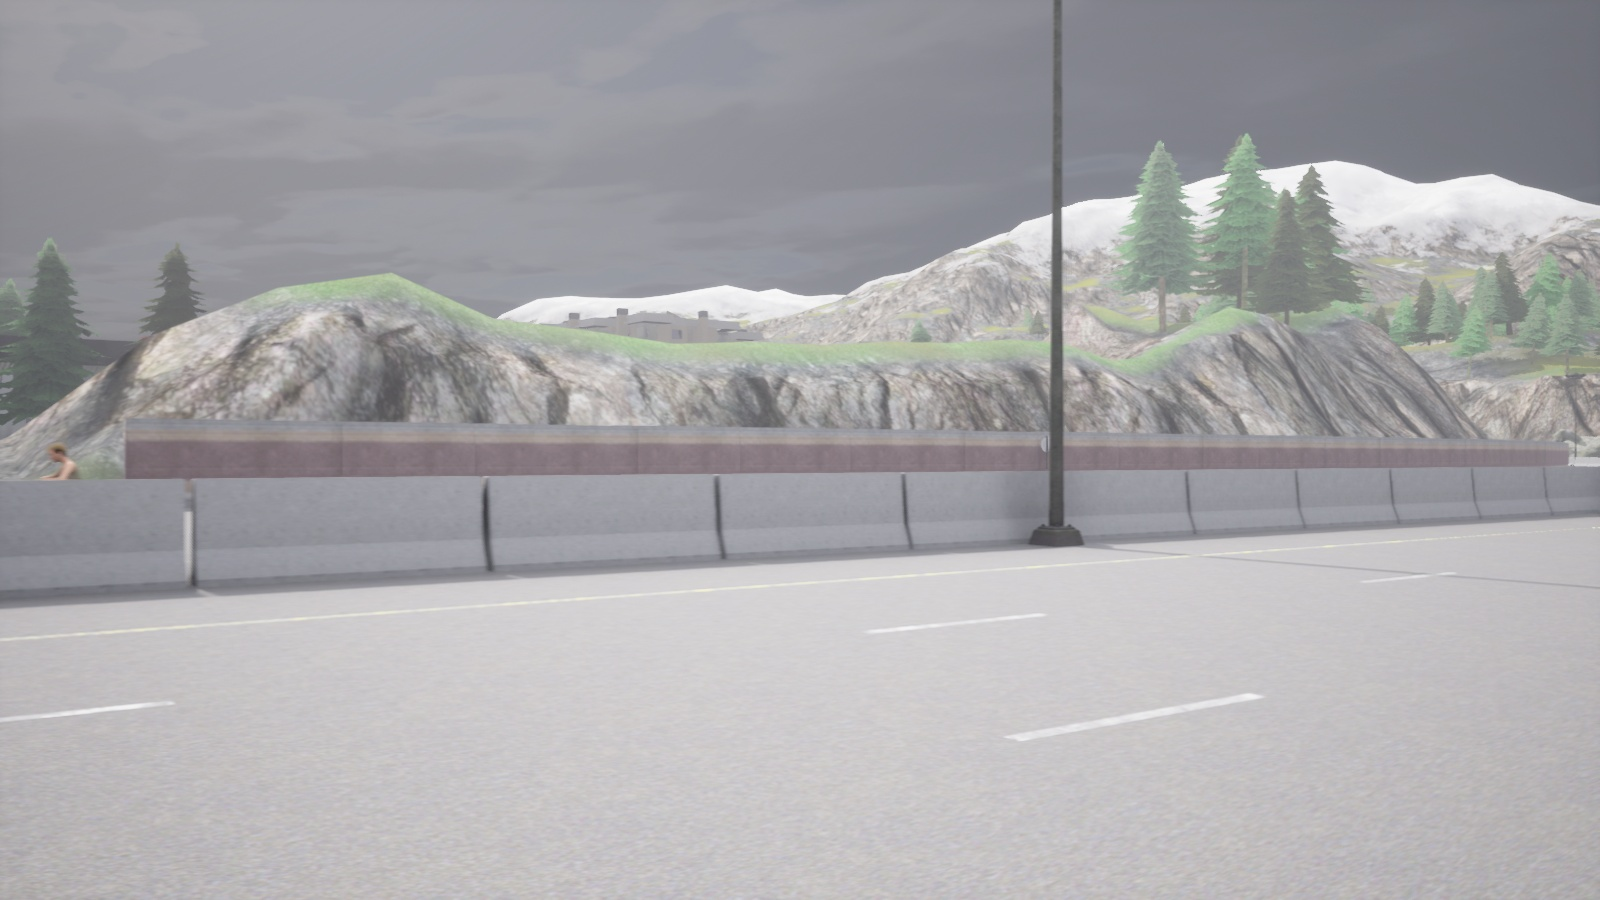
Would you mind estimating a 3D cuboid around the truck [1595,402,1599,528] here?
[{"bbox_3d":[18.508,0.280,25.069,5.204,2.467,2.627,0,0,-35],"label":"truck"}]

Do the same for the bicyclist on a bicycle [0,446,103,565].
[{"bbox_3d":[-10.662,0.747,17.566,1.509,1.612,0.866,0,0,-35],"label":"bicyclist on a bicycle"}]
